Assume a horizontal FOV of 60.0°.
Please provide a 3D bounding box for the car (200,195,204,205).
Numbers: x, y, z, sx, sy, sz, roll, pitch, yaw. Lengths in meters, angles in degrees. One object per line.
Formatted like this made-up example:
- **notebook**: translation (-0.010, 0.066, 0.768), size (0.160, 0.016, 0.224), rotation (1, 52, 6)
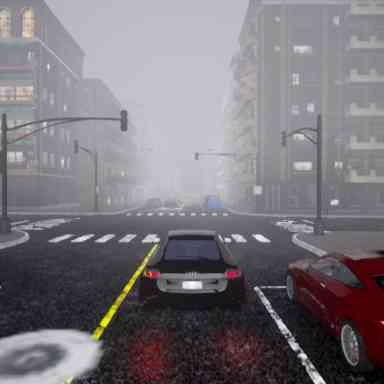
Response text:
- **car**: translation (2.729, 1.336, 48.752), size (2.192, 1.841, 5.009), rotation (-1, 0, 0)

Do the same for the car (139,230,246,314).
- **car**: translation (0.003, 1.559, 7.691), size (1.994, 1.385, 4.181), rotation (0, 0, 0)

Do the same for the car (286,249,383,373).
- **car**: translation (2.793, 1.578, 5.354), size (1.802, 1.307, 4.206), rotation (0, 0, 0)

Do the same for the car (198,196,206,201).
- **car**: translation (2.767, 1.709, 92.923), size (1.947, 1.339, 4.313), rotation (-1, 0, 0)

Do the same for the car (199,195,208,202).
- **car**: translation (2.741, 1.545, 81.878), size (1.967, 1.590, 4.097), rotation (-1, 0, 0)

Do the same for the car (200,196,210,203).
- **car**: translation (2.693, 1.616, 70.835), size (1.887, 1.381, 4.507), rotation (-1, 0, 0)

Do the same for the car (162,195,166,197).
- **car**: translation (-5.833, 1.597, 54.325), size (1.947, 1.339, 4.313), rotation (-1, 0, 0)

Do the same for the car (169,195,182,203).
- **car**: translation (-3.006, 1.608, 66.898), size (2.033, 1.411, 5.357), rotation (0, 0, 1)

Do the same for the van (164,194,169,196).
- **van**: translation (-5.833, 1.429, 76.418), size (1.690, 1.788, 3.998), rotation (-1, 0, 0)

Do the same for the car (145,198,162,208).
- **car**: translation (-5.834, 1.603, 48.803), size (1.802, 1.307, 4.206), rotation (-1, 0, 0)

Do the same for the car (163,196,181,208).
- **car**: translation (-3.085, 1.623, 49.586), size (1.895, 1.301, 4.718), rotation (0, 0, 0)

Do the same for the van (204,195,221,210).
- **van**: translation (2.817, 1.354, 43.255), size (1.690, 1.788, 3.998), rotation (-1, 0, 0)
